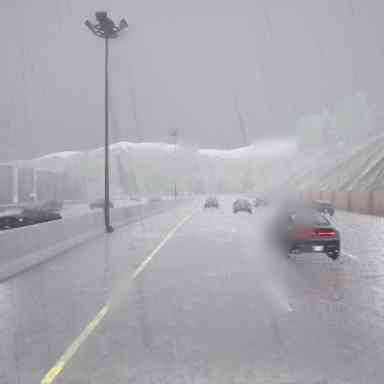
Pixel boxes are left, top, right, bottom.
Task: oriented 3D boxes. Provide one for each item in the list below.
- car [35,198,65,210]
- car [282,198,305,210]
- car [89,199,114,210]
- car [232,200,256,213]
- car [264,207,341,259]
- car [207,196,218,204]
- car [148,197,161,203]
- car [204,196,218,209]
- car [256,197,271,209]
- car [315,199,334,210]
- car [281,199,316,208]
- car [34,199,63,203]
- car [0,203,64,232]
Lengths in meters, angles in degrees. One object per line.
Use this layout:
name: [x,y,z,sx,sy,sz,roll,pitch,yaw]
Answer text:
car: [-18.712,1.564,44.003,1.994,1.385,4.181,0,0,4]
car: [13.021,1.564,43.088,1.994,1.385,4.181,0,0,4]
car: [-11.745,1.601,43.287,1.895,1.301,4.718,0,0,4]
car: [5.491,1.547,36.709,2.033,1.411,5.357,0,0,5]
car: [3.980,1.502,12.637,1.837,1.490,4.892,0,-1,2]
car: [3.947,1.547,64.207,2.033,1.411,5.357,0,0,4]
car: [-6.893,1.563,61.604,1.994,1.385,4.181,0,0,4]
car: [2.738,1.601,46.315,1.895,1.301,4.718,0,0,4]
car: [9.772,1.491,46.495,2.128,1.511,4.902,0,0,5]
car: [12.160,1.500,32.030,1.837,1.490,4.892,0,-1,5]
car: [8.304,1.563,27.186,1.994,1.385,4.181,0,0,4]
car: [-15.846,1.547,35.738,2.033,1.411,5.357,0,0,4]
car: [-9.863,1.601,20.178,1.895,1.301,4.718,0,0,3]
